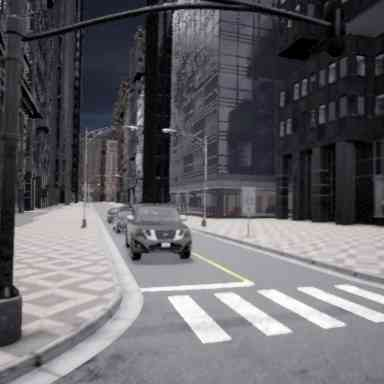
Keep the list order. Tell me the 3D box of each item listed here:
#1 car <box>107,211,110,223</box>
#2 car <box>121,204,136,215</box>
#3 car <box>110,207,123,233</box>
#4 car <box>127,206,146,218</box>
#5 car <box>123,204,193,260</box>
[{"bbox_3d":[-7.607,2.340,33.859,2.033,1.411,5.357,2,-2,-17],"label":"car"},{"bbox_3d":[-10.400,2.794,53.932,1.837,1.490,4.892,2,-2,-17],"label":"car"},{"bbox_3d":[-4.541,2.060,23.819,1.837,1.490,4.892,2,-2,-17],"label":"car"},{"bbox_3d":[-7.502,2.654,44.417,1.994,1.385,4.181,2,-2,-16],"label":"car"},{"bbox_3d":[-1.579,1.544,14.180,2.150,2.045,5.566,1,-2,-14],"label":"car"}]
